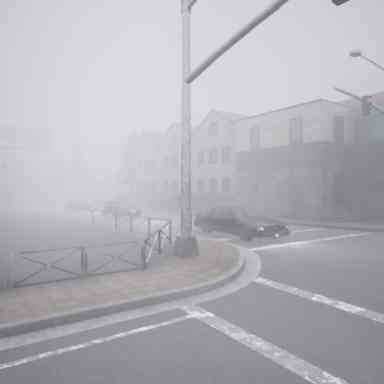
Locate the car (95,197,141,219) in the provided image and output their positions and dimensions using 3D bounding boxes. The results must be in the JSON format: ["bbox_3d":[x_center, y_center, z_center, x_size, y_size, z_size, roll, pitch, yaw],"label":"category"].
[{"bbox_3d":[-5.895,1.316,27.523,2.128,1.511,4.902,0,0,-35],"label":"car"}]

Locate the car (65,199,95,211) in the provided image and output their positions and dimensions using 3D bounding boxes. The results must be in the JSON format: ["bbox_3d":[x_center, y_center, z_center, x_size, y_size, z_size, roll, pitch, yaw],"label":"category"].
[{"bbox_3d":[-12.649,1.424,37.100,1.895,1.301,4.718,0,0,-35],"label":"car"}]

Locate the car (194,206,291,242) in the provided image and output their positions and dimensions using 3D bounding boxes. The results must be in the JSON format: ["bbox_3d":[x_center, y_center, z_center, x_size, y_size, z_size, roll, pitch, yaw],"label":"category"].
[{"bbox_3d":[2.100,1.371,15.749,2.033,1.411,5.357,0,0,-31],"label":"car"}]

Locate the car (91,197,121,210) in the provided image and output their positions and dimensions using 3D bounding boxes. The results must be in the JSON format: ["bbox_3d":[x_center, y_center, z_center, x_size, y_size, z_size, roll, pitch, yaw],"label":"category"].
[{"bbox_3d":[-10.516,1.328,40.428,1.837,1.490,4.892,0,0,-35],"label":"car"}]
